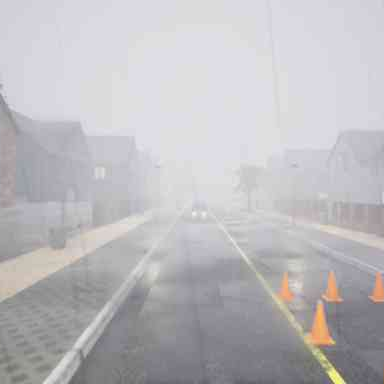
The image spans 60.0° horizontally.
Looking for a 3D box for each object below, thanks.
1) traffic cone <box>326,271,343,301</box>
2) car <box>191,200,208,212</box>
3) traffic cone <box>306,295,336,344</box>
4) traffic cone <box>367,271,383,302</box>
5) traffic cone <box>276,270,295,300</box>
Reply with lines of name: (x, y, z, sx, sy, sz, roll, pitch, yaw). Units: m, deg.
traffic cone: (3.007, 1.990, 7.128, 0.340, 0.580, 0.340, 0, 0, 1)
car: (0.878, 1.720, 41.378, 1.994, 1.385, 4.181, 0, 0, 1)
traffic cone: (1.981, 1.978, 5.141, 0.340, 0.580, 0.340, 0, 0, 1)
traffic cone: (4.006, 1.998, 7.115, 0.340, 0.580, 0.340, 0, 0, 1)
traffic cone: (2.007, 1.981, 7.141, 0.340, 0.580, 0.340, 0, 0, 1)
